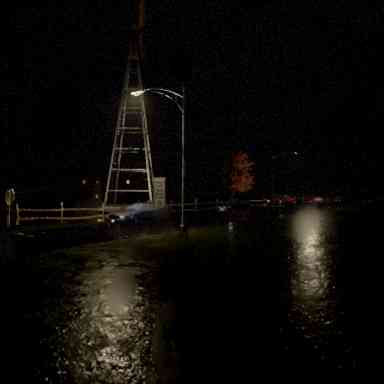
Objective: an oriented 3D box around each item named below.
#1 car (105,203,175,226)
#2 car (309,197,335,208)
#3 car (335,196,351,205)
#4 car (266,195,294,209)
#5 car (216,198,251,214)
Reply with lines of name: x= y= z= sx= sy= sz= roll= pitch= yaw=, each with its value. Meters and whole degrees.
car: x=-3.434 y=1.454 z=23.335 sx=2.033 sy=1.411 sz=5.357 roll=1 pitch=1 yaw=37
car: x=17.714 y=1.410 z=45.758 sx=1.994 sy=1.385 sz=4.181 roll=1 pitch=1 yaw=39
car: x=23.978 y=1.362 z=53.619 sx=2.033 sy=1.411 sz=5.357 roll=1 pitch=1 yaw=40
car: x=11.265 y=1.178 z=42.284 sx=2.097 sy=1.767 sz=4.553 roll=1 pitch=1 yaw=39
car: x=4.272 y=1.390 z=33.371 sx=1.812 sy=1.442 sz=4.674 roll=1 pitch=1 yaw=38
